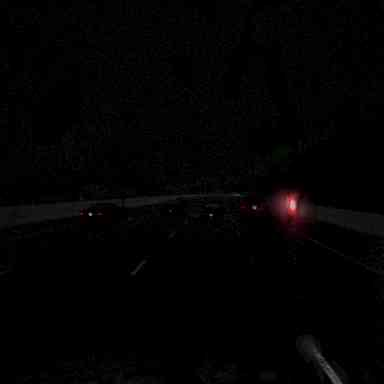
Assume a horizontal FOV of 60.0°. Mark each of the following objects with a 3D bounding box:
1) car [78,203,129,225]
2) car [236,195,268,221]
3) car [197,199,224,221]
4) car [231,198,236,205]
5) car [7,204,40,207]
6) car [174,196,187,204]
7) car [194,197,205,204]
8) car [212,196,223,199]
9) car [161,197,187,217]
[{"bbox_3d":[-6.101,1.470,23.600,2.033,1.411,5.357,1,0,8],"label":"car"},{"bbox_3d":[5.109,1.298,28.107,2.150,2.045,5.566,1,0,6],"label":"car"},{"bbox_3d":[1.656,1.555,27.498,1.812,1.442,4.674,1,0,5],"label":"car"},{"bbox_3d":[8.497,1.732,64.061,1.895,1.301,4.718,1,0,5],"label":"car"},{"bbox_3d":[-15.613,1.343,32.400,2.033,1.411,5.357,1,0,5],"label":"car"},{"bbox_3d":[-2.164,1.550,63.418,1.994,1.385,4.181,1,0,5],"label":"car"},{"bbox_3d":[1.501,1.600,65.162,1.994,1.385,4.181,1,0,5],"label":"car"},{"bbox_3d":[5.019,1.576,65.212,2.128,1.511,4.902,1,0,5],"label":"car"},{"bbox_3d":[-1.590,1.463,30.801,1.882,1.535,5.008,1,0,6],"label":"car"}]
